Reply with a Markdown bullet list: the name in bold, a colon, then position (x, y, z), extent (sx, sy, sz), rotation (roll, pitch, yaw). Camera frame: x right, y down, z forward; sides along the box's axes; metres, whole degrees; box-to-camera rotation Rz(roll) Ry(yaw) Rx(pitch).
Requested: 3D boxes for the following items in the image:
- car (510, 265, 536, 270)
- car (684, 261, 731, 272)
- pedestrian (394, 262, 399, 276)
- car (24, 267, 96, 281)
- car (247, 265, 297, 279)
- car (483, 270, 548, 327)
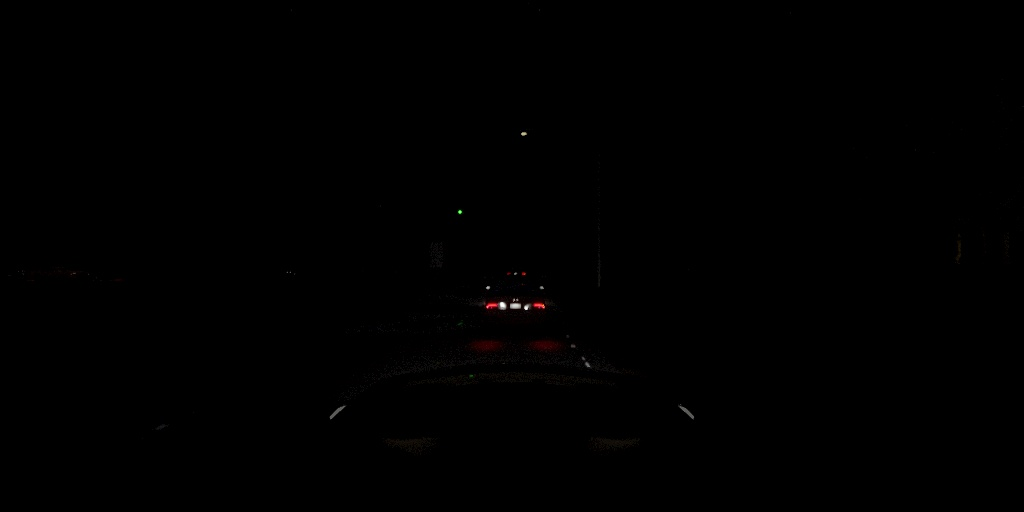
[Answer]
- **car**: position (0.897, 1.439, 30.424), extent (2.033, 1.411, 5.357), rotation (-1, 0, 13)
- **car**: position (23.297, 1.213, 42.879), extent (4.718, 1.301, 1.895), rotation (-1, -2, 0)
- **pedestrian**: position (-15.101, 1.685, 46.811), extent (0.375, 1.860, 0.375), rotation (0, -2, 0)
- **car**: position (-49.448, 1.927, 39.287), extent (5.008, 1.535, 1.882), rotation (-1, -2, 1)
- **car**: position (-26.184, 1.751, 39.216), extent (4.892, 1.490, 1.837), rotation (-1, -2, 0)
- **car**: position (0.093, 1.345, 11.738), extent (2.033, 1.411, 5.357), rotation (0, 0, 0)
